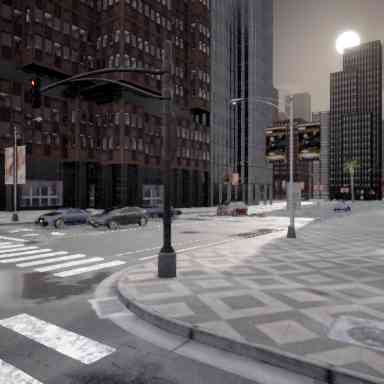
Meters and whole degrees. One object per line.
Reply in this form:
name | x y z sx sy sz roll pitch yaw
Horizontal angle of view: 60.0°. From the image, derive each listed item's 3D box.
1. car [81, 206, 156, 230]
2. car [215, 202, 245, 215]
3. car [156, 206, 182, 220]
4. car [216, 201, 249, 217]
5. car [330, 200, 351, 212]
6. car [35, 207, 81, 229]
car | -5.104 1.768 23.732 1.837 1.490 4.892 0 -1 35
car | 5.066 2.088 43.708 1.837 1.490 4.892 0 -1 36
car | -3.100 1.978 32.199 1.895 1.301 4.718 0 -1 35
car | 4.587 1.861 37.424 2.097 1.767 4.553 0 -1 35
car | 24.270 2.431 53.657 2.033 1.411 5.357 0 -1 34
car | -8.954 1.794 23.914 1.994 1.385 4.181 0 -1 35
